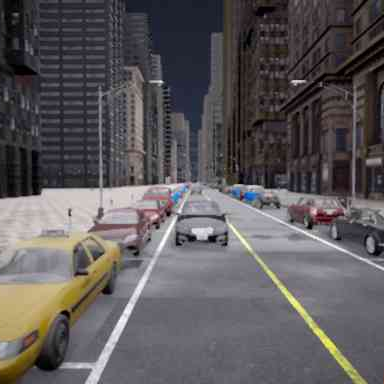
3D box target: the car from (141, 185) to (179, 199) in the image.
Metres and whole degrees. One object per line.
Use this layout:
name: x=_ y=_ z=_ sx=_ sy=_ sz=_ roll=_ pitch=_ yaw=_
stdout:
car: x=-2.265 y=0.598 z=22.640 sx=2.192 sy=1.841 sz=5.009 roll=0 pitch=2 yaw=0

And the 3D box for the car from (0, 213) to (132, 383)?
car: x=-2.374 y=1.349 z=5.453 sx=1.752 sy=1.417 sz=4.829 roll=0 pitch=2 yaw=0

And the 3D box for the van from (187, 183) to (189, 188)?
van: x=-2.011 y=-0.614 z=62.363 sx=1.690 sy=1.788 sz=3.998 roll=0 pitch=2 yaw=0

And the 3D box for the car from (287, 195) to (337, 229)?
car: x=6.224 y=0.902 z=16.923 sx=1.967 sy=1.590 sz=4.097 roll=0 pitch=2 yaw=0

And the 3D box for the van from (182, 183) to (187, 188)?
van: x=-2.084 y=-0.261 z=51.014 sx=1.690 sy=1.788 sz=3.998 roll=0 pitch=2 yaw=0

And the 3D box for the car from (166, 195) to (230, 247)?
car: x=0.340 y=1.079 z=12.918 sx=2.128 sy=1.511 sz=4.902 roll=0 pitch=2 yaw=0

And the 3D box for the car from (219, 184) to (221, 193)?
car: x=6.514 y=-0.373 z=62.326 sx=1.802 sy=1.307 sz=4.206 roll=0 pitch=2 yaw=0

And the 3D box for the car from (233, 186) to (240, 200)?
car: x=6.369 y=0.295 z=39.626 sx=1.887 sy=1.381 sz=4.507 roll=0 pitch=2 yaw=0

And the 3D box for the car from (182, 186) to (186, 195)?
car: x=-2.119 y=0.156 z=45.346 sx=1.802 sy=1.307 sz=4.206 roll=0 pitch=2 yaw=0

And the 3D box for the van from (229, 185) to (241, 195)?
van: x=6.405 y=-0.085 z=45.294 sx=1.690 sy=1.788 sz=3.998 roll=0 pitch=2 yaw=0

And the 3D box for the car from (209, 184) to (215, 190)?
car: x=6.722 y=-1.411 z=94.959 sx=2.008 sy=1.369 sz=4.403 roll=0 pitch=2 yaw=0

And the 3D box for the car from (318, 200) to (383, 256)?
car: x=6.188 y=1.191 z=11.252 sx=2.008 sy=1.369 sz=4.403 roll=0 pitch=2 yaw=0

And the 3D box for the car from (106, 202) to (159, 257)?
car: x=-2.337 y=1.222 z=11.299 sx=1.802 sy=1.307 sz=4.206 roll=0 pitch=2 yaw=0

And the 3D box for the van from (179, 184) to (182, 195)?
van: x=-2.192 y=0.269 z=33.990 sx=1.690 sy=1.788 sz=3.998 roll=0 pitch=2 yaw=0

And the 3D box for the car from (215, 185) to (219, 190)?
car: x=6.550 y=-0.815 z=67.992 sx=2.192 sy=1.841 sz=5.009 roll=0 pitch=2 yaw=0

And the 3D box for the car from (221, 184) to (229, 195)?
car: x=6.478 y=-0.339 z=56.646 sx=1.967 sy=1.590 sz=4.097 roll=0 pitch=2 yaw=0

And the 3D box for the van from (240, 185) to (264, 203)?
van: x=6.333 y=0.269 z=33.945 sx=1.690 sy=1.788 sz=3.998 roll=0 pitch=2 yaw=0

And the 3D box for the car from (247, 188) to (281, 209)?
car: x=6.297 y=0.656 z=28.277 sx=2.008 sy=1.369 sz=4.403 roll=0 pitch=2 yaw=0

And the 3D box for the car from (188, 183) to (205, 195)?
car: x=0.709 y=-0.238 z=55.509 sx=1.837 sy=1.490 sz=4.892 roll=0 pitch=2 yaw=0

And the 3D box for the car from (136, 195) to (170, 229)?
car: x=-2.301 y=1.043 z=16.974 sx=1.802 sy=1.307 sz=4.206 roll=0 pitch=2 yaw=0

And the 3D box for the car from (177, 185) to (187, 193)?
car: x=-1.976 y=-0.600 z=67.873 sx=1.752 sy=1.417 sz=4.829 roll=0 pitch=2 yaw=0
